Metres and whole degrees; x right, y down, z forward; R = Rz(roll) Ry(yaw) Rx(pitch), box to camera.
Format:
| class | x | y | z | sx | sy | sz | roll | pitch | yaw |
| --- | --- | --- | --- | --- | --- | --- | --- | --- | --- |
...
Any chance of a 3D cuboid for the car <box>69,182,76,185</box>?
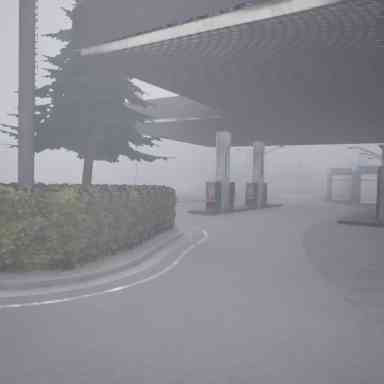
| class | x | y | z | sx | sy | sz | roll | pitch | yaw |
| --- | --- | --- | --- | --- | --- | --- | --- | --- | --- |
| car | -25.429 | -1.281 | 68.061 | 4.605 | 1.855 | 1.932 | 2 | 2 | 35 |

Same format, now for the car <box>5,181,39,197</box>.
| class | x | y | z | sx | sy | sz | roll | pitch | yaw |
| --- | --- | --- | --- | --- | --- | --- | --- | --- | --- |
| car | -21.754 | -0.461 | 42.421 | 4.605 | 1.855 | 1.932 | 2 | 2 | 35 |

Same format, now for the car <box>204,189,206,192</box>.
| class | x | y | z | sx | sy | sz | roll | pitch | yaw |
| --- | --- | --- | --- | --- | --- | --- | --- | --- | --- |
| car | 4.897 | -0.326 | 65.594 | 5.027 | 1.636 | 2.152 | 2 | 2 | 35 |

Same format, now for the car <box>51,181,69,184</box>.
| class | x | y | z | sx | sy | sz | roll | pitch | yaw |
| --- | --- | --- | --- | --- | --- | --- | --- | --- | --- |
| car | -26.767 | -1.255 | 65.449 | 3.866 | 1.878 | 1.905 | 2 | 2 | 35 |

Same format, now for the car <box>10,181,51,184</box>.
| class | x | y | z | sx | sy | sz | roll | pitch | yaw |
| --- | --- | --- | --- | --- | --- | --- | --- | --- | --- |
| car | -17.221 | -0.176 | 35.204 | 3.866 | 1.878 | 1.905 | 2 | 2 | 35 |
